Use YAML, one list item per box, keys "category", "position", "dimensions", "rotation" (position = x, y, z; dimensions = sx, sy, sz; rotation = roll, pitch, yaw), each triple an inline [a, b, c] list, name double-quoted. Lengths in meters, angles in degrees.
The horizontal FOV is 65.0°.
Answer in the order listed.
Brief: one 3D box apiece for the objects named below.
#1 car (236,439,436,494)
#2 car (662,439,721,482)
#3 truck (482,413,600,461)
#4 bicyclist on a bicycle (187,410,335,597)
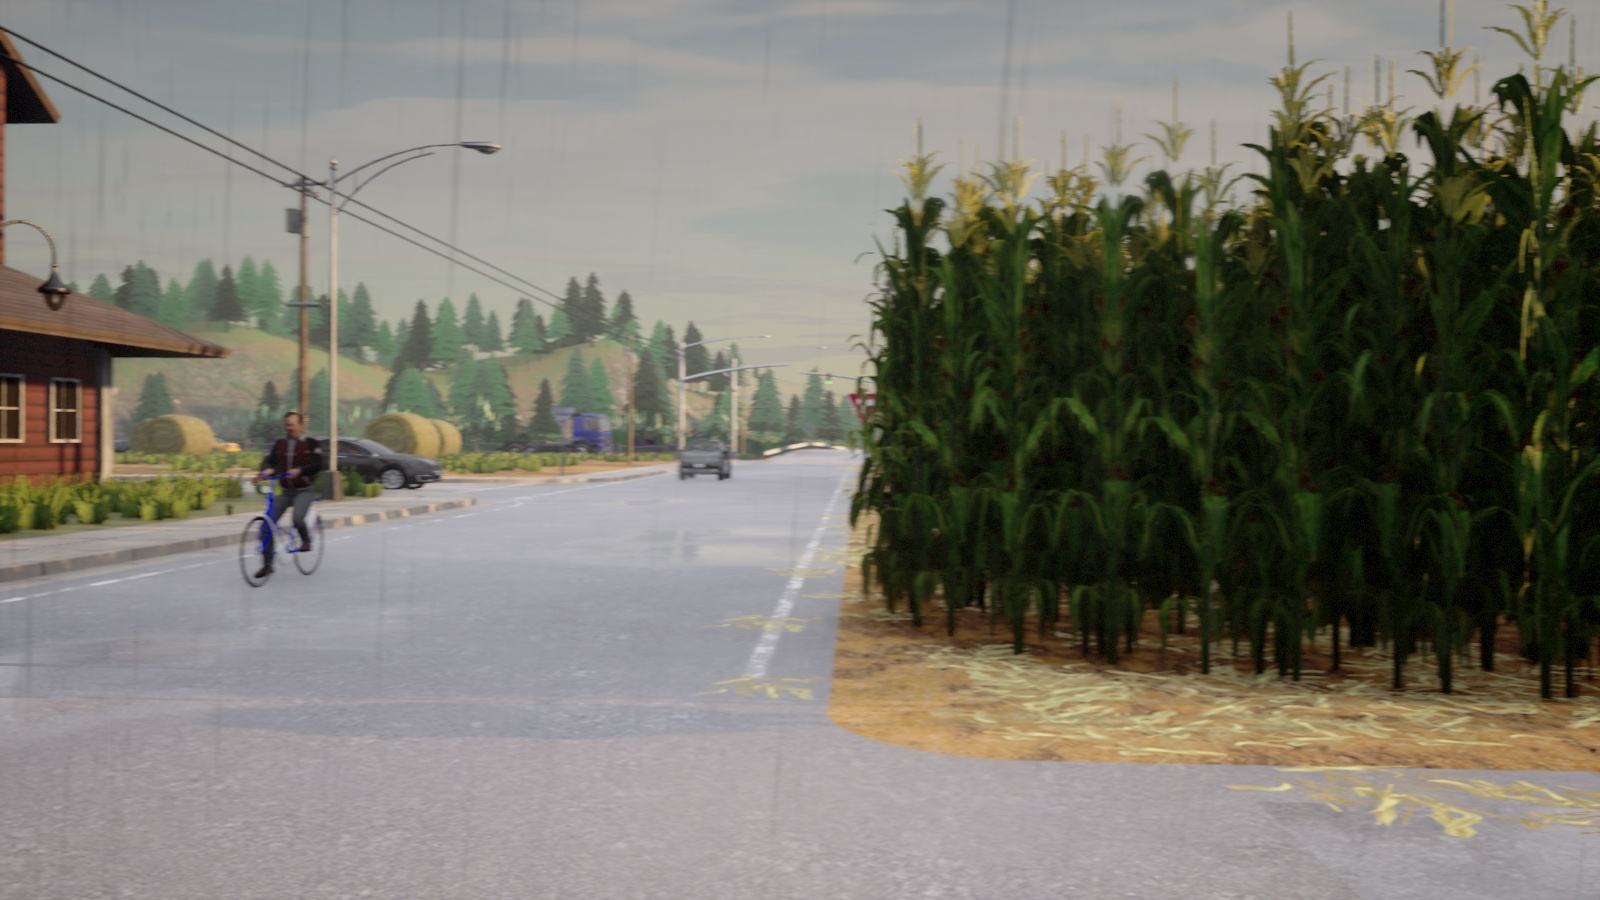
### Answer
- category: "car"
  position: [-12.847, 0.445, 34.942]
  dimensions: [4.892, 1.490, 1.837]
  rotation: [0, 0, 1]
- category: "car"
  position: [-4.091, 0.372, 47.973]
  dimensions: [1.789, 1.549, 3.705]
  rotation: [0, 1, 2]
- category: "truck"
  position: [-18.810, -0.957, 91.599]
  dimensions: [7.936, 3.462, 2.891]
  rotation: [0, 0, 5]
- category: "bicyclist on a bicycle"
  position: [-5.467, 0.508, 12.854]
  dimensions: [0.659, 1.776, 1.843]
  rotation: [0, 0, 2]
